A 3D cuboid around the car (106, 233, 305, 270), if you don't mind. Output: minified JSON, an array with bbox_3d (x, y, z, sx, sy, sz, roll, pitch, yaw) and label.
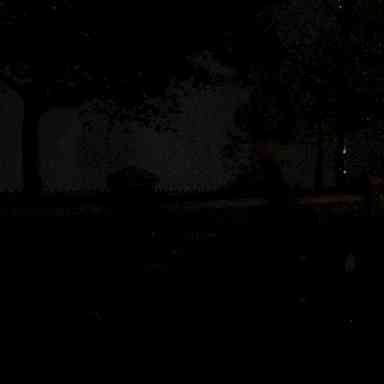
[{"bbox_3d":[0.120,1.526,6.646,4.206,1.307,1.802,-1,0,-35],"label":"car"}]

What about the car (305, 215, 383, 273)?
[{"bbox_3d":[4.704,1.409,9.915,4.507,1.381,1.887,-1,0,-35],"label":"car"}]

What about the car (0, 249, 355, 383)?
[{"bbox_3d":[-0.684,1.586,2.889,4.718,1.301,1.895,-1,1,-35],"label":"car"}]
